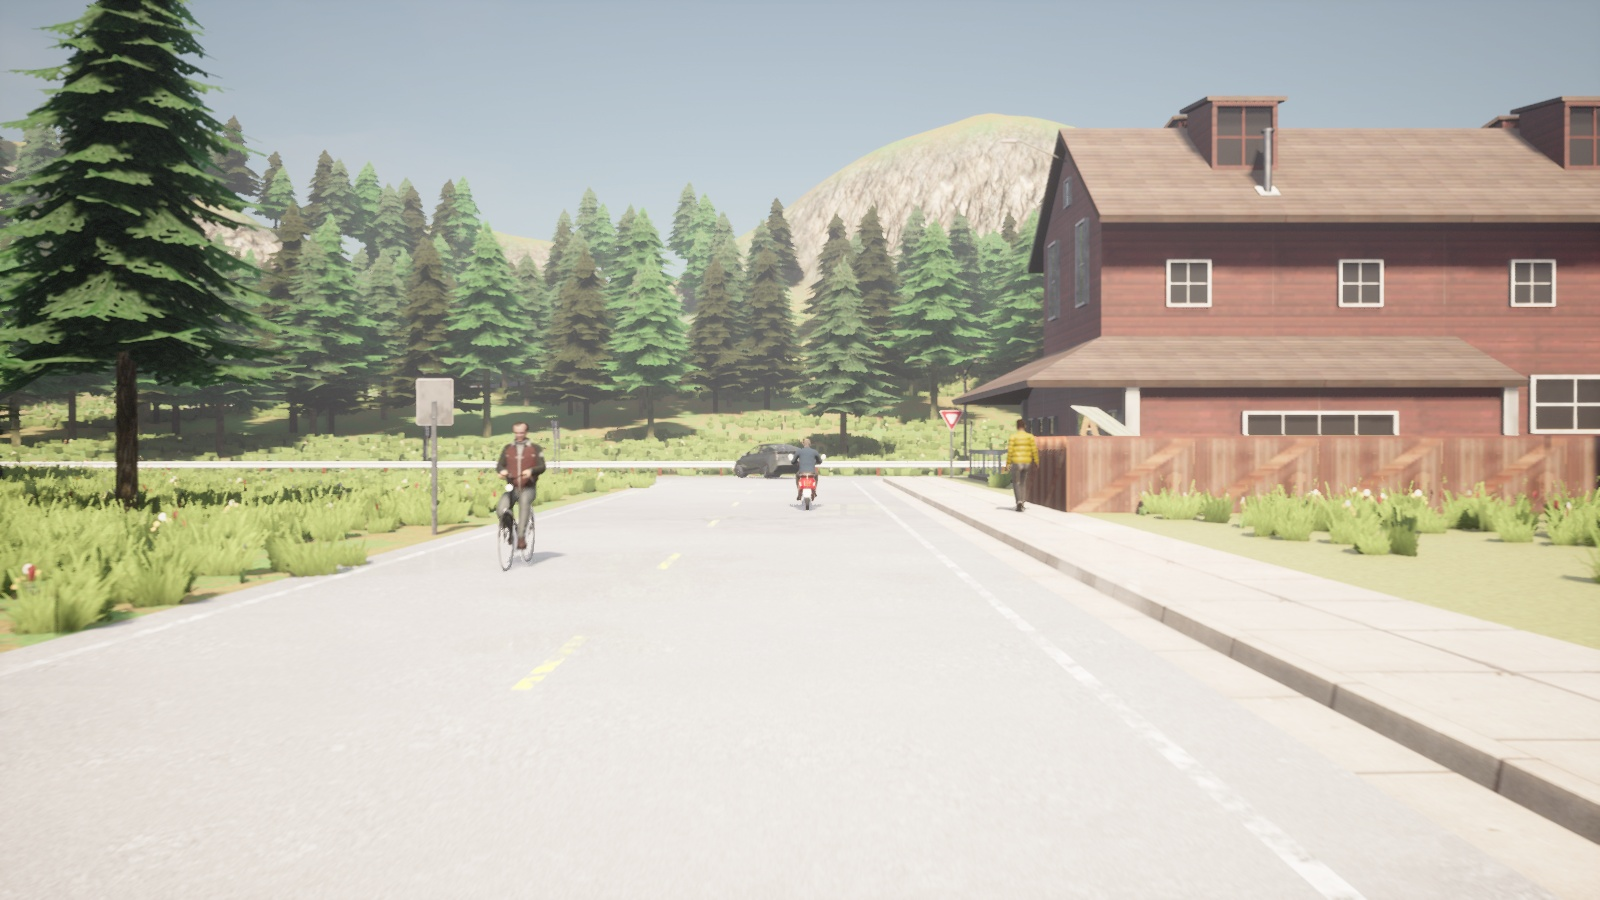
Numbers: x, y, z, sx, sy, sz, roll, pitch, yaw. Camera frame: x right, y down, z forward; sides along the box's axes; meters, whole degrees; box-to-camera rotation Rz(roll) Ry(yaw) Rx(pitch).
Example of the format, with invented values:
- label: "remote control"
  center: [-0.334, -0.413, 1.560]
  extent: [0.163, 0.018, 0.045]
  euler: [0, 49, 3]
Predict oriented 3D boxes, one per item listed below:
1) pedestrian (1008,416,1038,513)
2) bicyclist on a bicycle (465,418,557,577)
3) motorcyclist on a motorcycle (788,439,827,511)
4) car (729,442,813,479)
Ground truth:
- label: "pedestrian"
  center: [4.290, 0.269, 24.185]
  extent: [0.431, 1.840, 0.709]
  euler: [0, 0, -1]
- label: "bicyclist on a bicycle"
  center: [-3.406, 0.530, 14.946]
  extent: [0.659, 1.776, 1.843]
  euler: [0, 0, 0]
- label: "motorcyclist on a motorcycle"
  center: [0.166, 0.539, 28.592]
  extent: [0.866, 1.590, 1.817]
  euler: [0, 0, 0]
- label: "car"
  center: [-1.319, 0.453, 55.203]
  extent: [2.007, 1.525, 4.514]
  euler: [0, 0, -26]
